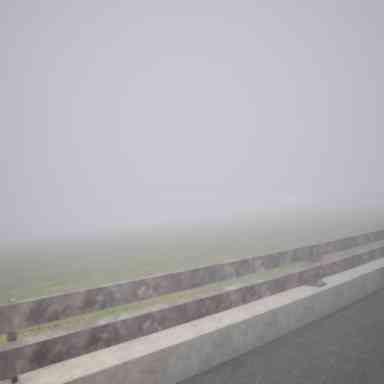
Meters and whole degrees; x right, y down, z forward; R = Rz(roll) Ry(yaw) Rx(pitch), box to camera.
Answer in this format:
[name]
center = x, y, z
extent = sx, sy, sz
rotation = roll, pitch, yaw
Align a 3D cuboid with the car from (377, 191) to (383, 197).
[car]
center = 41.888, 0.549, 73.395
extent = 1.837, 1.490, 4.892
rotation = -1, 0, 5
